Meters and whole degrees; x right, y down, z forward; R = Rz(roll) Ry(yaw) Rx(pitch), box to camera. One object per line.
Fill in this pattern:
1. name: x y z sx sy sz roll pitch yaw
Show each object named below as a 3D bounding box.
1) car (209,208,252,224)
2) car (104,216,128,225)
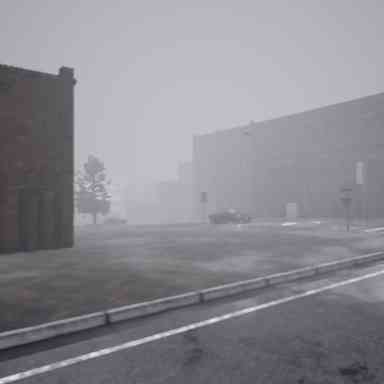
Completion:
1. car: 3.448 2.187 30.929 1.812 1.442 4.674 0 -4 -36
2. car: -11.933 4.485 51.926 2.033 1.411 5.357 0 -5 -36
